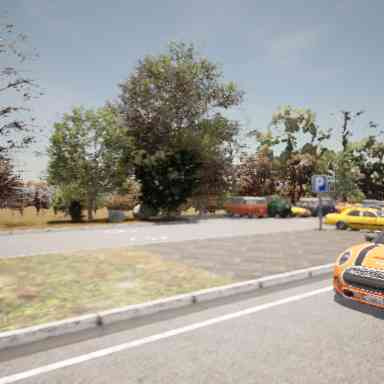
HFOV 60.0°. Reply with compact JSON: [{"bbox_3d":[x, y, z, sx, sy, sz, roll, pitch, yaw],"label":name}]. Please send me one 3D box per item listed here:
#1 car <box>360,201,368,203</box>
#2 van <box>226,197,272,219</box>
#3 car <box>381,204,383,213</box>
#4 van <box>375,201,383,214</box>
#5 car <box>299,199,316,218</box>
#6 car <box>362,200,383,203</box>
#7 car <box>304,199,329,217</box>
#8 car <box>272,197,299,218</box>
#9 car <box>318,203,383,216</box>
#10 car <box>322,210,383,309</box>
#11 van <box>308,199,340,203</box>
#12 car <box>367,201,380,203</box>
[{"bbox_3d":[18.707,2.159,41.657,2.097,1.535,5.008,2,-1,-35],"label":"car"},{"bbox_3d":[5.115,1.483,32.123,1.878,1.987,4.442,2,-1,-35],"label":"van"},{"bbox_3d":[32.334,2.638,51.379,2.097,1.535,5.008,2,-1,-35],"label":"car"},{"bbox_3d":[30.155,2.333,49.677,1.878,1.987,4.442,2,-1,-35],"label":"van"},{"bbox_3d":[9.895,1.845,35.157,1.946,1.575,5.366,2,-1,-35],"label":"car"},{"bbox_3d":[23.320,2.322,44.943,2.231,1.521,4.892,2,-1,-35],"label":"car"},{"bbox_3d":[12.044,1.926,36.908,2.231,1.521,4.892,2,-1,-35],"label":"car"},{"bbox_3d":[7.523,1.523,33.728,2.435,2.045,5.566,2,-1,-35],"label":"car"},{"bbox_3d":[10.539,1.649,19.555,1.946,1.575,5.366,2,-1,-35],"label":"car"},{"bbox_3d":[5.158,1.397,7.363,4.553,1.767,2.097,1,0,-35],"label":"car"},{"bbox_3d":[14.233,1.778,38.619,1.878,1.987,4.442,2,-1,-35],"label":"van"},{"bbox_3d":[21.065,2.242,43.337,2.097,1.535,5.008,2,-1,-35],"label":"car"}]
